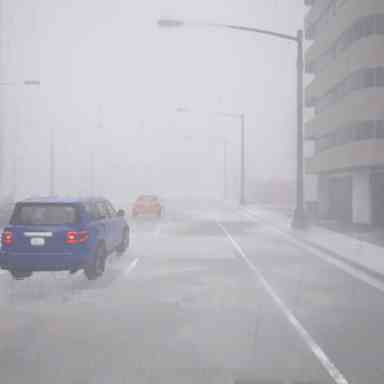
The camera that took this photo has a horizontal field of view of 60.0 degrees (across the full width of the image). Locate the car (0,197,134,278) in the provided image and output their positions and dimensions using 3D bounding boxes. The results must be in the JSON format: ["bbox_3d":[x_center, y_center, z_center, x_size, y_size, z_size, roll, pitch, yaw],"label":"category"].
[{"bbox_3d":[-3.403,1.149,10.014,2.150,2.045,5.566,0,1,0],"label":"car"}]

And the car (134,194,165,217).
[{"bbox_3d":[-3.407,0.986,26.931,2.097,1.767,4.553,0,1,0],"label":"car"}]
